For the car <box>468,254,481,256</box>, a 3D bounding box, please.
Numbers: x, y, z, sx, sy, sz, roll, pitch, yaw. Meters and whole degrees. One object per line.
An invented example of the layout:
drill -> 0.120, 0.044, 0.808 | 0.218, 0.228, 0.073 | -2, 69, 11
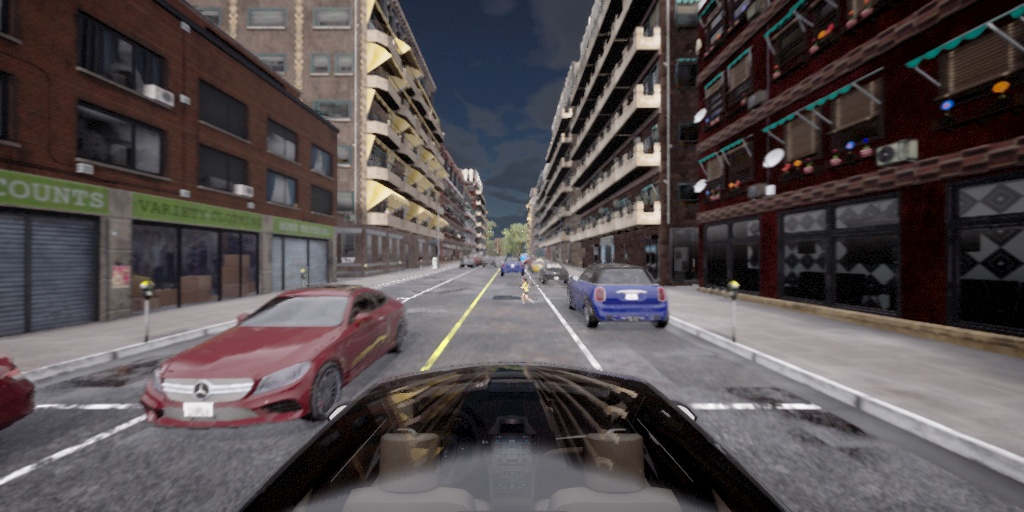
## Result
car -> -5.671, 0.578, 52.015 | 2.192, 1.841, 5.009 | 0, 0, 0

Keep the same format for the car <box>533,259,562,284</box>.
car -> 2.700, 1.082, 24.118 | 2.007, 1.370, 4.403 | 0, 0, 0

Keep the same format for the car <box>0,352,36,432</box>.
car -> -5.689, 1.331, 1.877 | 1.802, 1.307, 4.207 | 0, 0, 0

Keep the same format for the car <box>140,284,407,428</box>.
car -> -3.098, 1.236, 5.870 | 1.812, 1.442, 4.674 | 0, 1, 0

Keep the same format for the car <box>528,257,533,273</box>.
car -> 2.703, 0.949, 35.430 | 1.751, 1.417, 4.829 | 0, 0, 0

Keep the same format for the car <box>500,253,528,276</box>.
car -> 0.062, 0.807, 32.074 | 2.097, 1.767, 4.553 | 0, 1, 0

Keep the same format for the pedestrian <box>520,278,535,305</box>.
pedestrian -> 0.544, 1.307, 13.734 | 0.500, 1.100, 0.500 | 1, 0, -5

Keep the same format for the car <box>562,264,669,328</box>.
car -> 3.004, 1.009, 11.132 | 2.097, 1.767, 4.553 | 0, 1, 0

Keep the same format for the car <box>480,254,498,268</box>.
car -> -3.042, 0.792, 49.359 | 1.837, 1.490, 4.892 | 0, 1, 0

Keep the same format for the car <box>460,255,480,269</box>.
car -> -5.673, 0.883, 46.444 | 1.948, 1.339, 4.313 | 0, 0, 0
